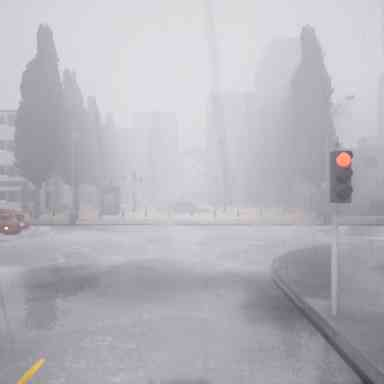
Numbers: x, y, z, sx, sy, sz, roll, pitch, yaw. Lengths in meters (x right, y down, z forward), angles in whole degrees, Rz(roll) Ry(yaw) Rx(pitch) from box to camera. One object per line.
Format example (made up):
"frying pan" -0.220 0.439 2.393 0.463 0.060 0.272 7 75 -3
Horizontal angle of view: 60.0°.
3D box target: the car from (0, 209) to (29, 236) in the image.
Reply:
"car" -10.981 1.221 16.148 5.566 2.045 2.150 0 0 0
